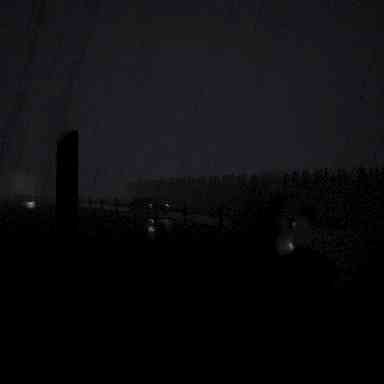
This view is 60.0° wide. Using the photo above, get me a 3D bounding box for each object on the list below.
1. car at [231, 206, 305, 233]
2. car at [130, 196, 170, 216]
[{"bbox_3d":[4.097,1.482,18.410,1.994,1.385,4.181,1,0,-35],"label":"car"},{"bbox_3d":[-3.796,1.195,29.810,2.097,1.767,4.553,1,0,-35],"label":"car"}]
